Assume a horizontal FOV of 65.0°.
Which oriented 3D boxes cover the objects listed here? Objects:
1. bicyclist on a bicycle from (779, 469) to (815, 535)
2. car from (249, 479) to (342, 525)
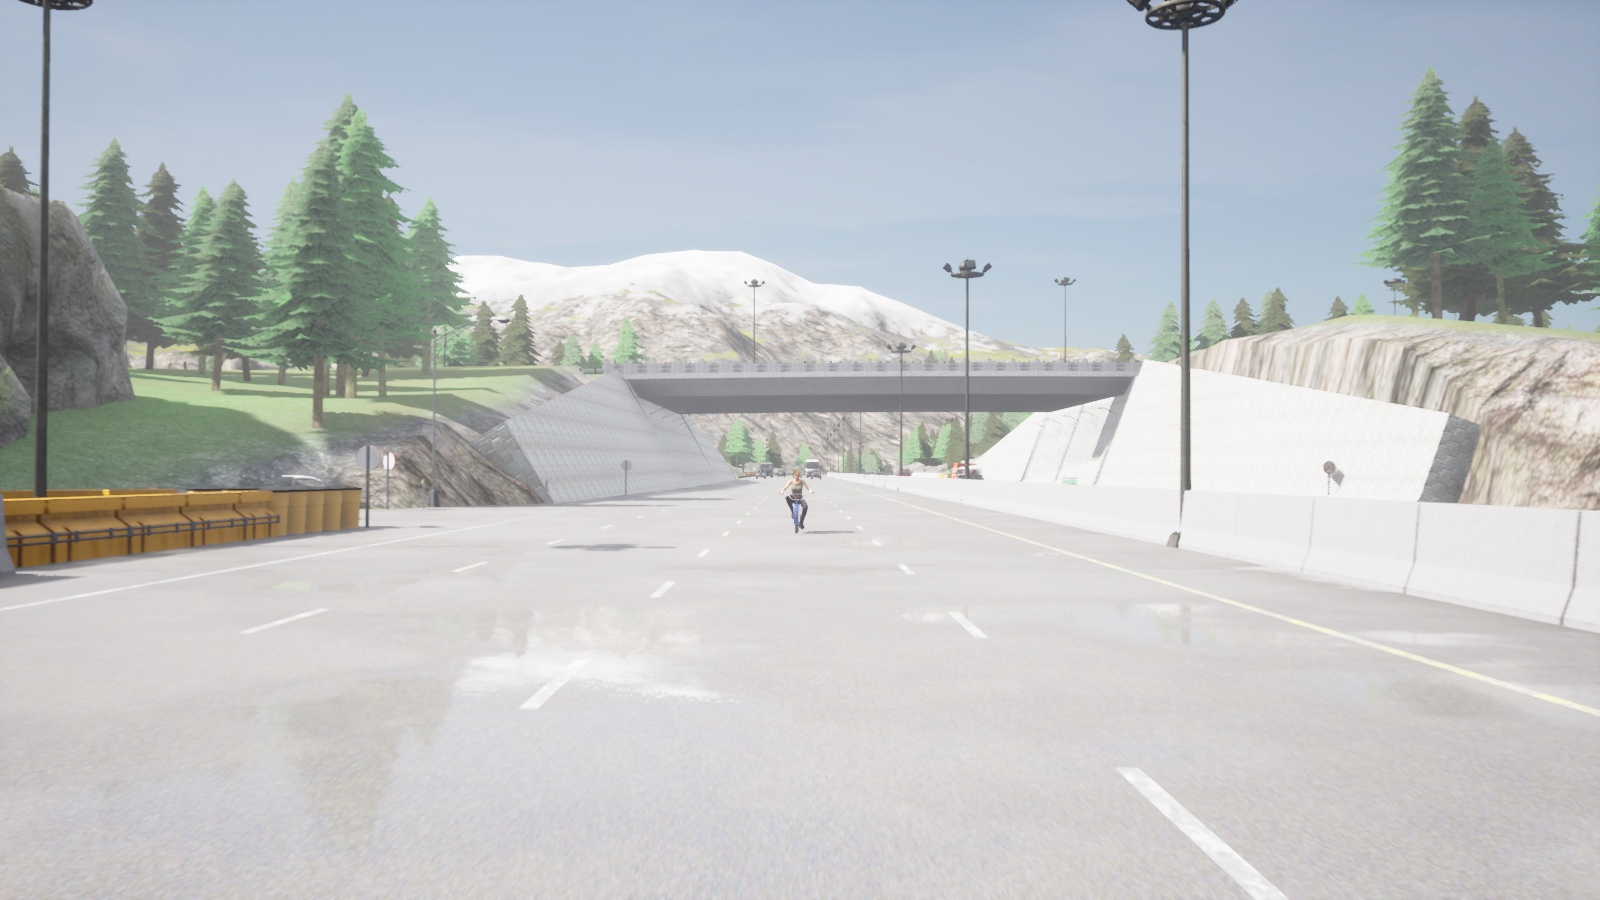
[{"bbox_3d":[-0.072,1.277,31.405,0.866,1.612,1.509,0,-1,0],"label":"bicyclist on a bicycle"},{"bbox_3d":[-15.561,1.581,38.761,1.481,1.376,2.207,-1,-1,32],"label":"car"}]
